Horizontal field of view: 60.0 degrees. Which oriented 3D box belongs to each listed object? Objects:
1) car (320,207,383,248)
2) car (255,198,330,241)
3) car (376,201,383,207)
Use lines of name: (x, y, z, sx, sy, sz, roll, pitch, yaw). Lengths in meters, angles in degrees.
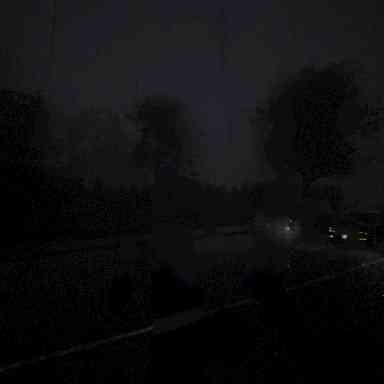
car: (8.209, 1.661, 15.801, 4.892, 1.490, 1.837, 1, 0, -44)
car: (5.762, 1.379, 18.252, 5.566, 2.045, 2.150, 1, 0, -44)
car: (29.534, 2.097, 51.365, 1.895, 1.301, 4.718, 0, 0, 26)
